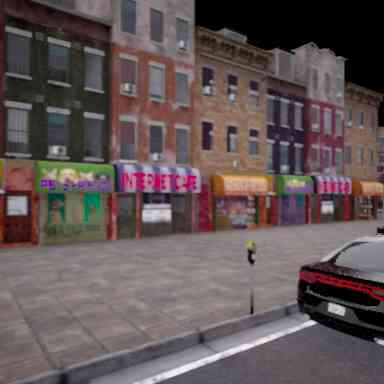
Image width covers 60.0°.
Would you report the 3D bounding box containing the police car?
[{"bbox_3d":[4.164,1.487,6.238,5.238,1.638,1.930,1,0,-36],"label":"police car"}]
